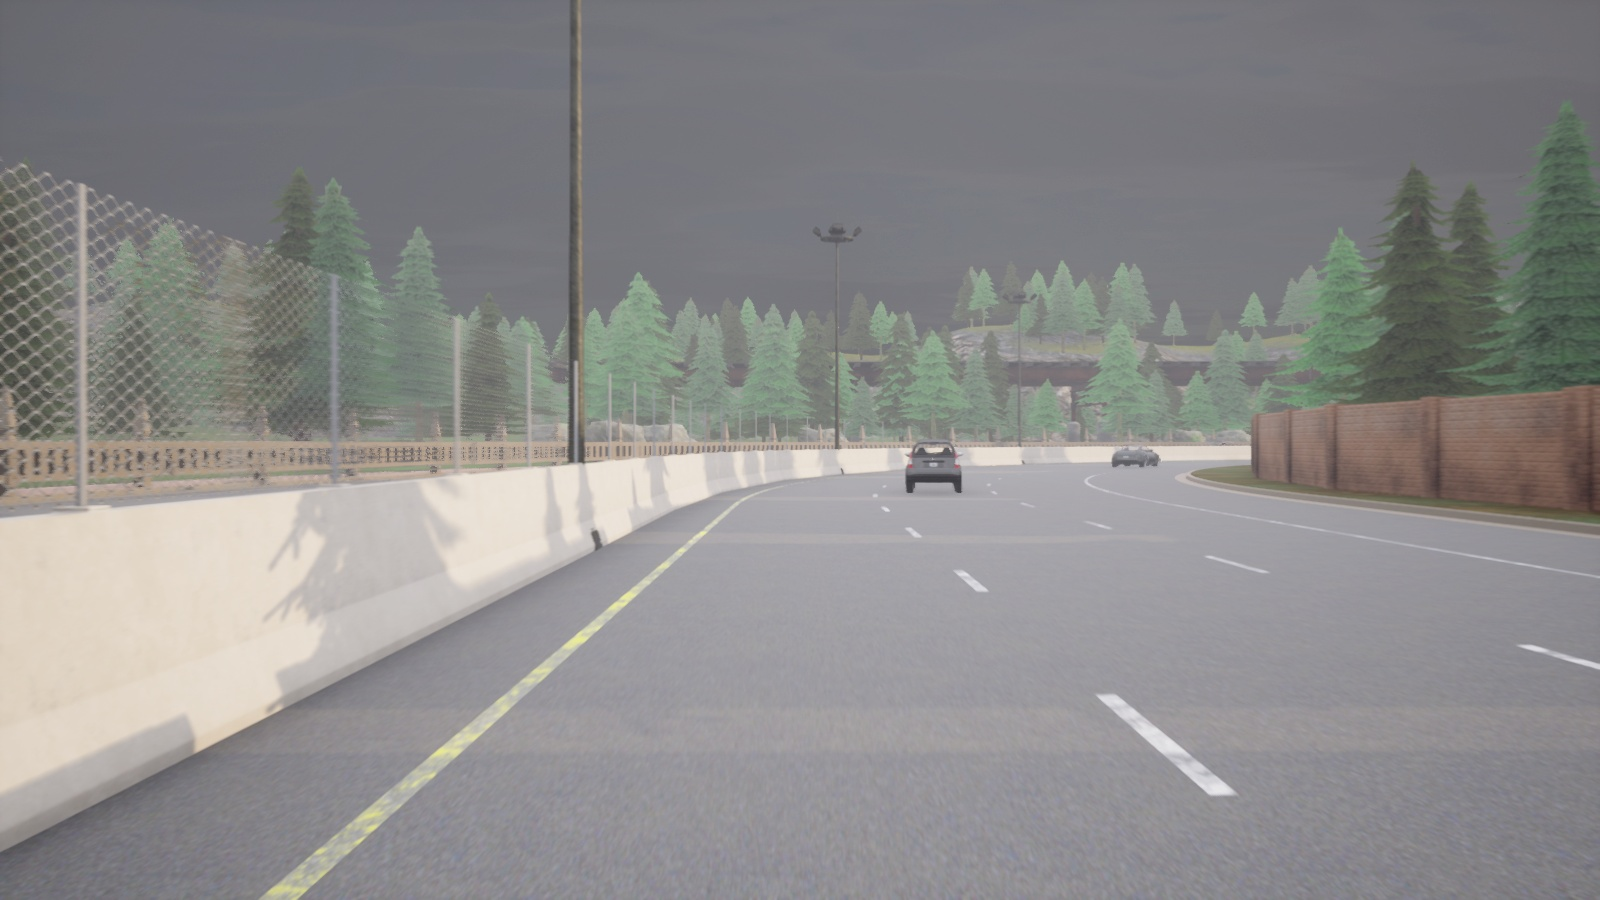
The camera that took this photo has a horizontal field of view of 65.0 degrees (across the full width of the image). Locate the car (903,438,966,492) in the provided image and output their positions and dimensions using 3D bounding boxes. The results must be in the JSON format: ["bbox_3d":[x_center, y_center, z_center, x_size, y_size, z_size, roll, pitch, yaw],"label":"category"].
[{"bbox_3d":[4.239,0.427,39.488,1.851,1.617,3.988,0,0,7],"label":"car"}]

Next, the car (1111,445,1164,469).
[{"bbox_3d":[20.461,0.403,75.947,1.994,1.385,4.181,0,0,31],"label":"car"}]
